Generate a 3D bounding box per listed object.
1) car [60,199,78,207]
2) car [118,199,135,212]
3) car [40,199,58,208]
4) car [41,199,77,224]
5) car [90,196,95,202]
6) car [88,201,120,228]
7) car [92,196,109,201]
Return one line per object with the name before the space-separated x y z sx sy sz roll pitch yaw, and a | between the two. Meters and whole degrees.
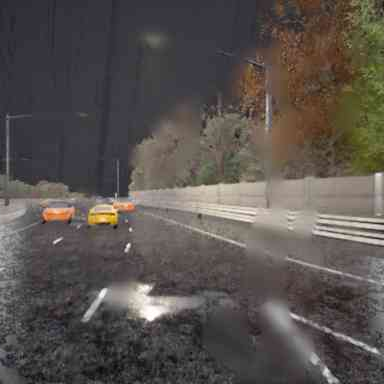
car | -22.770 2.090 61.635 1.994 1.385 4.181 0 0 -37
car | -8.843 1.672 42.829 2.097 1.767 4.553 0 0 -22
car | -25.667 2.002 59.671 1.882 1.535 5.008 0 0 -37
car | -10.808 1.584 27.252 2.097 1.767 4.553 0 0 -15
car | -18.048 1.748 63.096 2.150 2.045 5.566 0 0 -21
car | -6.365 1.665 24.010 1.882 1.535 5.008 0 0 -13
car | -14.998 1.929 56.305 2.128 1.511 4.902 0 0 -25
